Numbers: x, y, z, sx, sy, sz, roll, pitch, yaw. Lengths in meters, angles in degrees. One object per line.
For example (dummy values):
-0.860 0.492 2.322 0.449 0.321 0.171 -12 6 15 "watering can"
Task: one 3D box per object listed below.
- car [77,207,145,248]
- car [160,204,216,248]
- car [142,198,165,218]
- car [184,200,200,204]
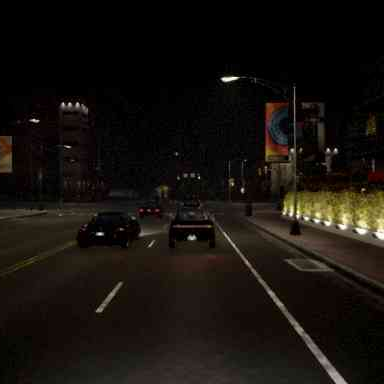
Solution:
-3.500 1.569 14.650 1.994 1.385 4.181 0 0 0 "car"
0.000 1.492 14.650 2.128 1.511 4.902 0 0 0 "car"
-3.500 1.560 29.650 2.033 1.411 5.357 0 0 0 "car"
0.000 1.492 29.650 2.128 1.511 4.902 0 0 0 "car"
